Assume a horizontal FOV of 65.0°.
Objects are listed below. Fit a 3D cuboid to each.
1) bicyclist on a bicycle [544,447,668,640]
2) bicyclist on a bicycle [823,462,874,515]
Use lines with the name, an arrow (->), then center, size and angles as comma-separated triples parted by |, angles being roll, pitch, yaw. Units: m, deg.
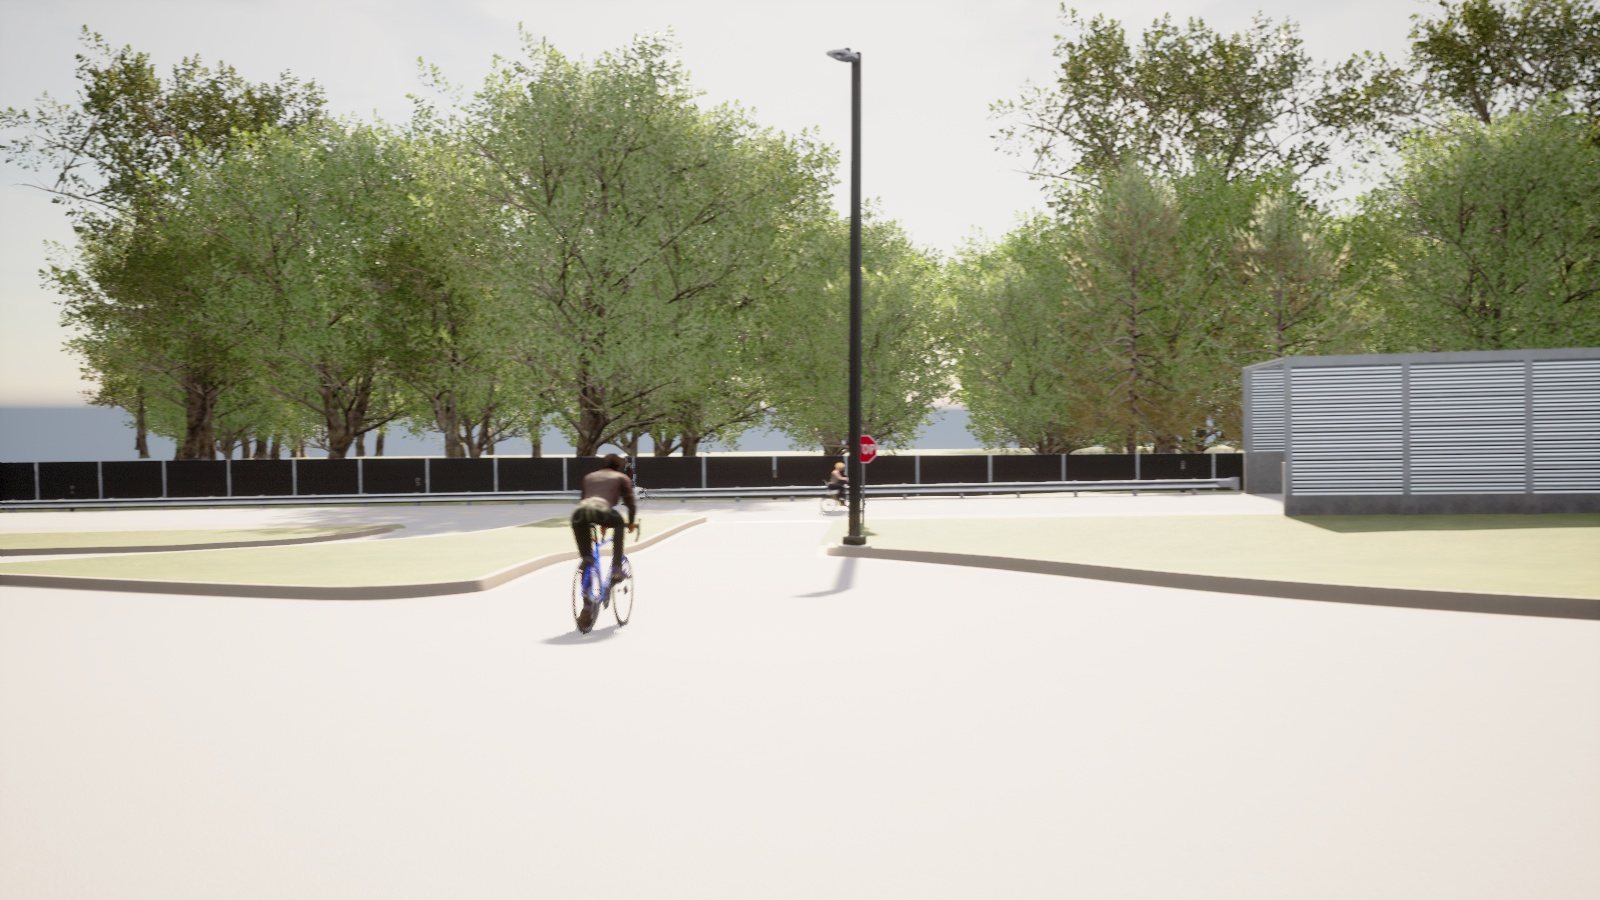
bicyclist on a bicycle -> -1.729, 0.844, 11.429 | 0.582, 1.620, 1.656 | -1, -4, 11
bicyclist on a bicycle -> 1.557, 1.206, 40.030 | 1.509, 1.612, 0.866 | -1, 2, 6
